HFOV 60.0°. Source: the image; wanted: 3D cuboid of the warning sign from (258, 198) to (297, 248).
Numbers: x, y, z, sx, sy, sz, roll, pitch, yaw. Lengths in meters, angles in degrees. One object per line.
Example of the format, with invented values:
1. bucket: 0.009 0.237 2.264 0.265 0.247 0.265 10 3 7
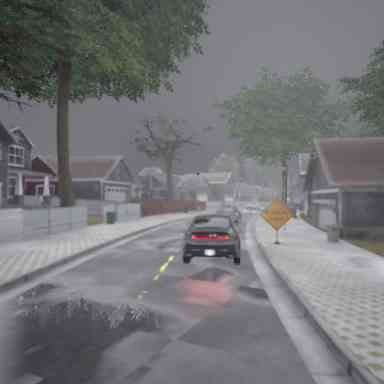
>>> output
1. warning sign: 3.336 1.181 13.092 1.300 1.860 1.060 -1 -1 6

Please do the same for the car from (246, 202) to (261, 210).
1. car: 10.468 2.418 57.594 1.812 1.442 4.674 -1 -1 25

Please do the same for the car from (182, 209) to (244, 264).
1. car: 0.799 1.560 12.042 1.837 1.490 4.892 0 -1 7

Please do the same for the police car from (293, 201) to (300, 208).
1. police car: 24.994 3.007 77.975 1.930 1.638 5.238 -1 -2 28

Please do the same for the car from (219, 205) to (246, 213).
1. car: 2.740 1.756 25.051 2.033 1.411 5.357 0 -1 12
